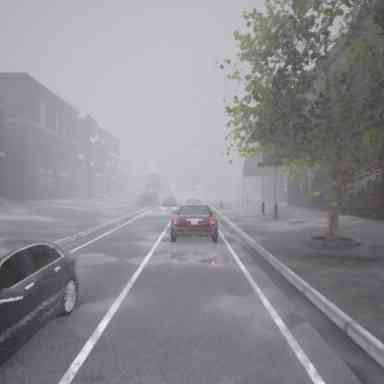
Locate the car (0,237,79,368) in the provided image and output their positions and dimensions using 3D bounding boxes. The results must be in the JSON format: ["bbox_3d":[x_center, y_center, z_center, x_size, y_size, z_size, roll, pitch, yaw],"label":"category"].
[{"bbox_3d":[-3.099,1.502,4.619,1.837,1.490,4.892,0,0,0],"label":"car"}]

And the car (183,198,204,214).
[{"bbox_3d":[0.102,1.394,34.874,2.033,1.411,5.357,0,0,0],"label":"car"}]

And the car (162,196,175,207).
[{"bbox_3d":[-3.081,1.306,46.550,1.837,1.490,4.892,0,0,0],"label":"car"}]

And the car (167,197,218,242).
[{"bbox_3d":[0.101,1.308,16.254,2.097,1.767,4.553,0,0,0],"label":"car"}]
